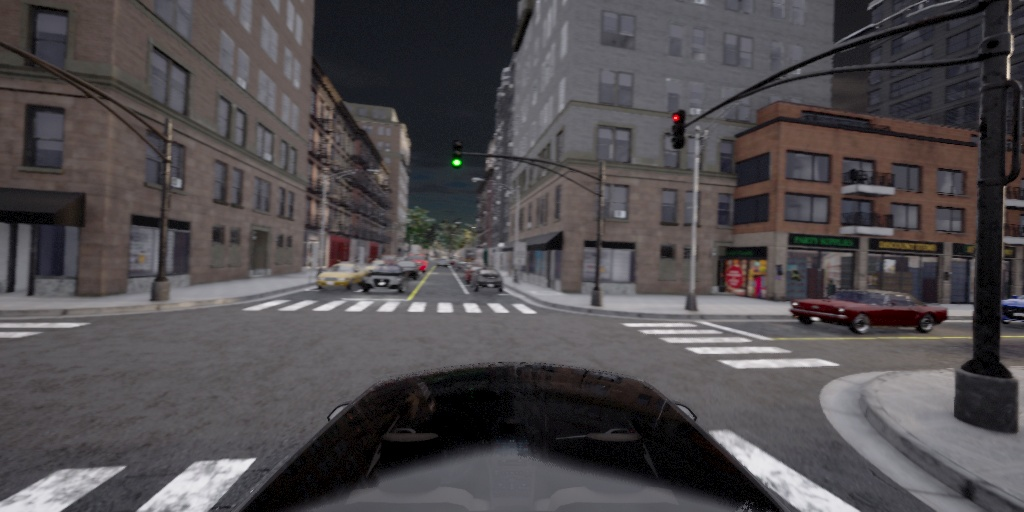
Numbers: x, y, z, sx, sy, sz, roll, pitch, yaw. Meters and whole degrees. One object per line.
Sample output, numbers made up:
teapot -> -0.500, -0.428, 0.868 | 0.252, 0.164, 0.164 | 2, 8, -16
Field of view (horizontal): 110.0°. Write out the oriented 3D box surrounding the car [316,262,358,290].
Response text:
car -> -9.468, 1.018, 20.094 | 1.751, 1.417, 4.829 | 0, 0, -11

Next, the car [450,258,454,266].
car -> -7.823, 1.340, 54.080 | 2.007, 1.370, 4.403 | 0, 0, -11

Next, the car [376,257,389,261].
car -> -11.539, 1.008, 30.860 | 1.751, 1.417, 4.829 | 0, 0, -11

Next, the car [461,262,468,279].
car -> -2.637, 1.361, 27.166 | 1.888, 1.381, 4.507 | 0, 0, -11

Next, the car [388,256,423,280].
car -> -8.602, 1.067, 29.337 | 1.882, 1.535, 5.008 | 2, 0, -11

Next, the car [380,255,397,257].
car -> -12.607, 0.792, 36.410 | 2.192, 1.841, 5.009 | 0, 0, -11

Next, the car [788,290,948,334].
car -> 12.173, 1.841, 12.369 | 4.718, 1.301, 1.895 | 2, 0, -13

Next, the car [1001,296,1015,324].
car -> 22.001, 2.077, 14.274 | 5.008, 1.535, 1.882 | 2, 0, -11

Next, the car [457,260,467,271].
car -> -3.674, 1.361, 32.549 | 2.007, 1.370, 4.403 | 0, 0, -11

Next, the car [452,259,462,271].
car -> -6.786, 1.345, 48.698 | 2.007, 1.370, 4.403 | 0, 0, -11

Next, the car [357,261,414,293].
car -> -6.725, 1.163, 19.498 | 1.994, 1.385, 4.181 | 2, 0, -10

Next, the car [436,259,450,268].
car -> -11.714, 1.240, 60.487 | 1.994, 1.385, 4.181 | 2, 0, -11

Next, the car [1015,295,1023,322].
car -> 17.719, 1.947, 10.388 | 4.674, 1.442, 1.812 | 2, 0, -12

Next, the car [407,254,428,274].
car -> -10.511, 0.802, 39.392 | 2.150, 2.045, 5.566 | 2, 0, -11

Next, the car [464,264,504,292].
car -> -1.599, 1.372, 21.784 | 2.007, 1.370, 4.403 | 0, 0, -11
